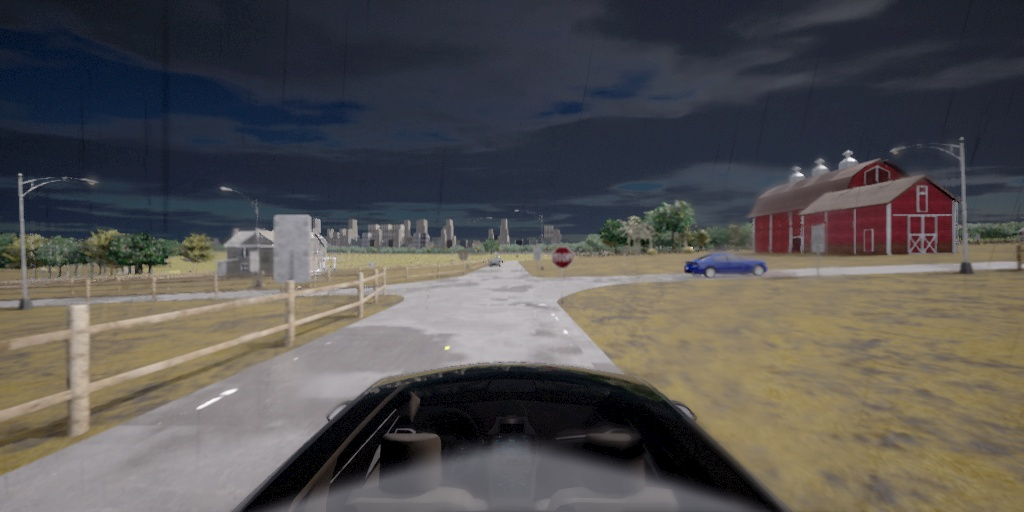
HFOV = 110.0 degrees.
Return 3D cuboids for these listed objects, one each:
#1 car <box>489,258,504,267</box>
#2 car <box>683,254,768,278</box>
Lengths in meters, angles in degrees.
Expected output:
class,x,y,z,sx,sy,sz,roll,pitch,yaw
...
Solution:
class,x,y,z,sx,sy,sz,roll,pitch,yaw
car,-2.792,1.109,59.413,1.837,1.490,4.892,0,0,1
car,13.861,0.572,23.359,5.008,1.535,1.882,-2,0,0
